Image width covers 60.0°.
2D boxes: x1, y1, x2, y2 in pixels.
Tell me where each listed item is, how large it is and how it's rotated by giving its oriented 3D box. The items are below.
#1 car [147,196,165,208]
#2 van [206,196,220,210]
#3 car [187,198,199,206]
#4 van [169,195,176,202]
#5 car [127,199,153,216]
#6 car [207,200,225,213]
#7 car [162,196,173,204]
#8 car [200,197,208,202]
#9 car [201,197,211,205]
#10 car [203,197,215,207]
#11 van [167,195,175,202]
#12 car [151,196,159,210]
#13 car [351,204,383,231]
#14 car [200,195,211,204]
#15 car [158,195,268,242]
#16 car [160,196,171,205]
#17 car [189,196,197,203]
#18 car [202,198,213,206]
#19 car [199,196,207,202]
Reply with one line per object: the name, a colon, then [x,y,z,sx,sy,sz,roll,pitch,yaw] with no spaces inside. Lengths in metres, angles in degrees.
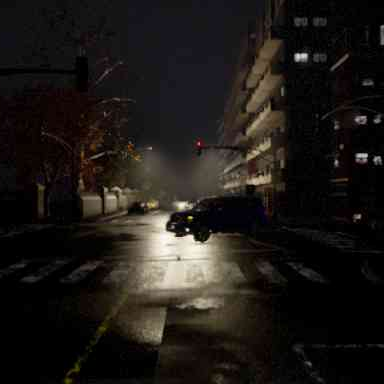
car: [-5.527,1.523,51.797,2.192,1.841,5.009,0,0,0]
van: [2.836,1.523,46.141,1.690,1.788,3.998,0,0,0]
car: [0.198,1.813,63.603,2.033,1.411,5.357,0,0,0]
van: [-5.403,1.755,91.207,1.690,1.788,3.998,0,0,0]
car: [-5.580,1.699,34.905,1.947,1.339,4.313,0,0,0]
car: [2.818,1.702,40.509,1.887,1.381,4.507,0,0,0]
car: [-5.456,1.761,74.317,1.967,1.590,4.097,0,0,0]
car: [2.958,1.926,85.550,1.887,1.381,4.507,0,0,0]
car: [2.906,1.836,68.660,1.887,1.381,4.507,0,0,0]
car: [2.871,1.675,57.401,1.967,1.590,4.097,0,0,0]
van: [-5.422,1.723,85.578,1.690,1.788,3.998,0,0,0]
car: [-5.545,1.707,45.997,1.752,1.417,4.829,0,0,0]
car: [13.535,1.680,22.523,5.009,1.841,2.192,1,-1,0]
car: [2.924,1.635,74.291,2.192,1.841,5.009,0,0,0]
car: [1.392,1.276,16.972,5.566,2.045,2.150,0,-1,-33]
car: [-5.474,1.732,68.688,1.967,1.590,4.097,0,0,0]
car: [0.232,1.696,74.023,1.837,1.490,4.892,0,0,0]
car: [2.888,1.814,63.030,2.008,1.369,4.403,0,0,0]
car: [2.976,1.854,91.180,1.967,1.590,4.097,0,0,0]
